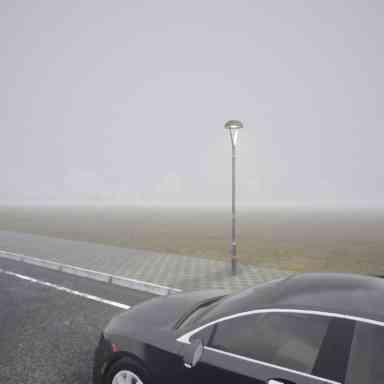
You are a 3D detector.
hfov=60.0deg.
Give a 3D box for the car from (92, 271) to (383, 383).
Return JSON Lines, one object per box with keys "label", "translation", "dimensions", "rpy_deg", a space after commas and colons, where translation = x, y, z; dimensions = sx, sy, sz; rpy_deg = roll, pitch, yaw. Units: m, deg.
{"label": "car", "translation": [1.163, 1.505, 2.878], "dimensions": [4.892, 1.490, 1.837], "rpy_deg": [0, 0, 36]}
